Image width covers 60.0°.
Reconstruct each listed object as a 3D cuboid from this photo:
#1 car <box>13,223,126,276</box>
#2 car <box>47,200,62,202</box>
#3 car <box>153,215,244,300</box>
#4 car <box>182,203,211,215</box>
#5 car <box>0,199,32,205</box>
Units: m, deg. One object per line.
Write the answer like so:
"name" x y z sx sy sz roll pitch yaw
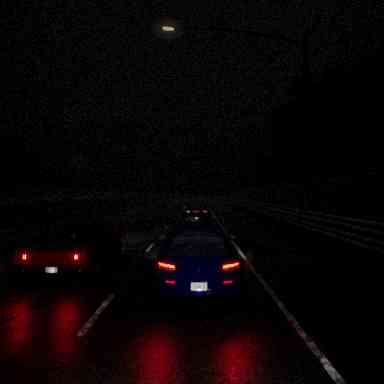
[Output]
"car" -3.359 1.596 10.249 1.895 1.301 4.718 0 0 1
"car" -16.905 1.647 40.545 1.895 1.301 4.718 0 0 2
"car" 0.132 1.522 8.227 1.812 1.442 4.674 0 0 0
"car" 0.333 1.499 24.031 2.128 1.511 4.902 0 0 1
"car" -20.469 1.544 38.852 1.837 1.490 4.892 0 -1 2
